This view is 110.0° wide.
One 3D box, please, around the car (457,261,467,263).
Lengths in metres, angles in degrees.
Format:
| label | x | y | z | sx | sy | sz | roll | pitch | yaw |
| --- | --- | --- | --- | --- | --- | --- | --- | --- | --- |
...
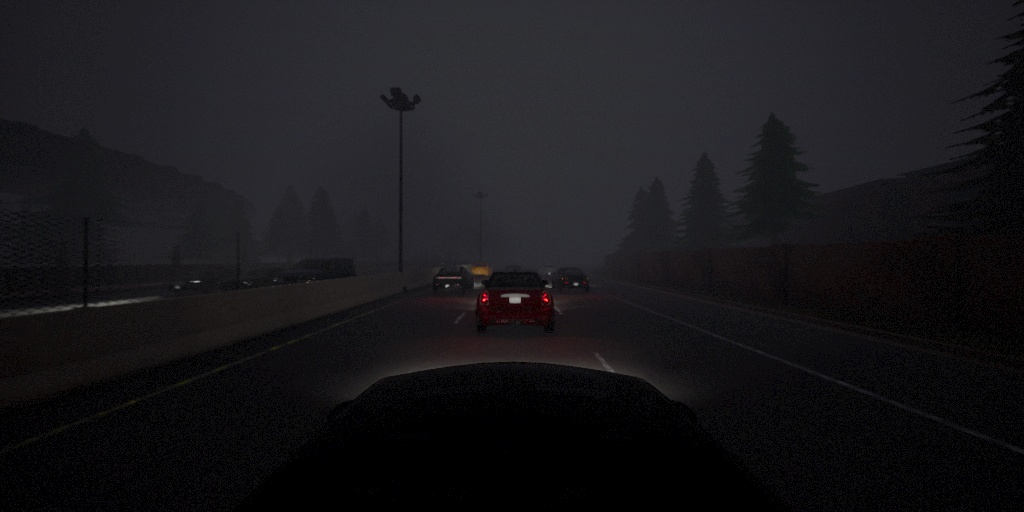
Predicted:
| label | x | y | z | sx | sy | sz | roll | pitch | yaw |
| --- | --- | --- | --- | --- | --- | --- | --- | --- | --- |
| car | -9.265 | 1.672 | 64.527 | 1.882 | 1.535 | 5.008 | 0 | 0 | 17 |

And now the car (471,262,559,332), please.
| label | x | y | z | sx | sy | sz | roll | pitch | yaw |
| --- | --- | --- | --- | --- | --- | --- | --- | --- | --- |
| car | 0.092 | 1.169 | 11.310 | 2.097 | 1.767 | 4.553 | 0 | 0 | 0 |

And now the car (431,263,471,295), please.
| label | x | y | z | sx | sy | sz | roll | pitch | yaw |
| --- | --- | --- | --- | --- | --- | --- | --- | --- | --- |
| car | -3.384 | 1.378 | 21.207 | 2.128 | 1.511 | 4.902 | 0 | -1 | 0 |

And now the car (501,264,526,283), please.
| label | x | y | z | sx | sy | sz | roll | pitch | yaw |
| --- | --- | --- | --- | --- | --- | --- | --- | --- | --- |
| car | 0.148 | 1.514 | 32.309 | 2.033 | 1.411 | 5.357 | 0 | 0 | 1 |

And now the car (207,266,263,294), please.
| label | x | y | z | sx | sy | sz | roll | pitch | yaw |
| --- | --- | --- | --- | --- | --- | --- | --- | --- | --- |
| car | -14.078 | 1.359 | 20.305 | 1.882 | 1.535 | 5.008 | 0 | 0 | 0 |

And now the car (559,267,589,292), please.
| label | x | y | z | sx | sy | sz | roll | pitch | yaw |
| --- | --- | --- | --- | --- | --- | --- | --- | --- | --- |
| car | 3.604 | 1.423 | 22.522 | 1.812 | 1.442 | 4.674 | 0 | 0 | 0 |

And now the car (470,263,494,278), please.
| label | x | y | z | sx | sy | sz | roll | pitch | yaw |
| --- | --- | --- | --- | --- | --- | --- | --- | --- | --- |
| car | -3.130 | 1.486 | 38.286 | 1.882 | 1.535 | 5.008 | 0 | 0 | 3 |

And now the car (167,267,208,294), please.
| label | x | y | z | sx | sy | sz | roll | pitch | yaw |
| --- | --- | --- | --- | --- | --- | --- | --- | --- | --- |
| car | -17.572 | 1.380 | 21.283 | 2.128 | 1.511 | 4.902 | 0 | 0 | 0 |

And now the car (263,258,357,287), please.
| label | x | y | z | sx | sy | sz | roll | pitch | yaw |
| --- | --- | --- | --- | --- | --- | --- | --- | --- | --- |
| car | -10.584 | 1.100 | 19.784 | 2.150 | 2.045 | 5.566 | 0 | 0 | 0 |
